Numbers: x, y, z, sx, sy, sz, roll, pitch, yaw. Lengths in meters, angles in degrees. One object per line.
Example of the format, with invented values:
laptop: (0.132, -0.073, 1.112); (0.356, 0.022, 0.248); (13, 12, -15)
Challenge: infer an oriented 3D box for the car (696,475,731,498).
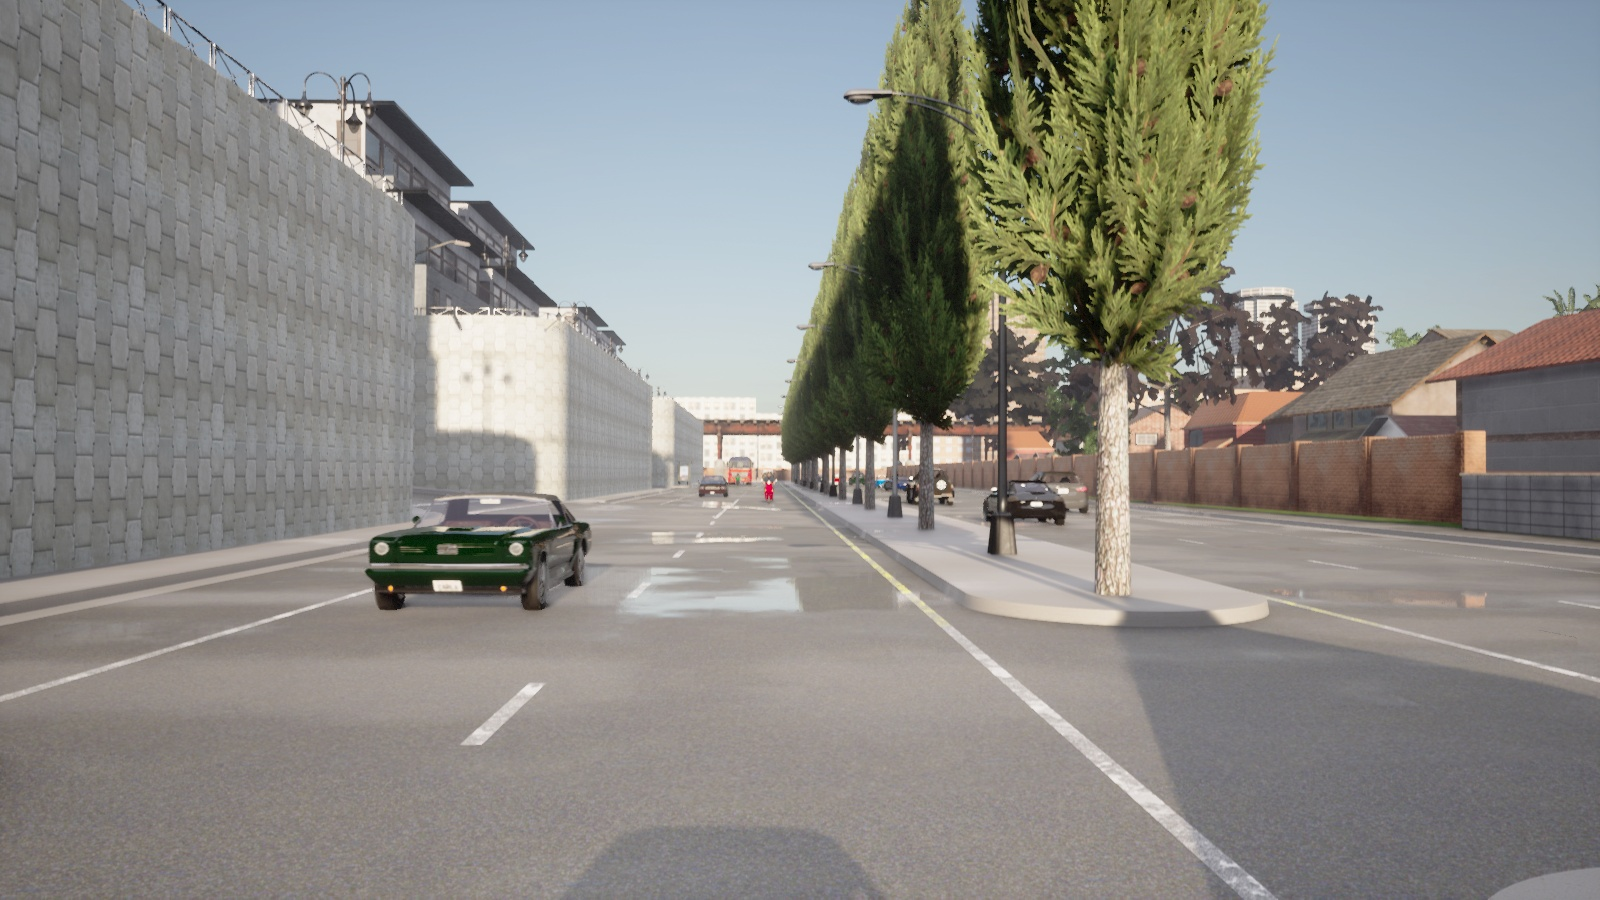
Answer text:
car: (-5.528, 2.333, 80.828); (2.033, 1.411, 5.357); (0, -1, -2)

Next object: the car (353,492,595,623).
car: (-3.829, 1.212, 15.628); (1.895, 1.301, 4.718); (0, -1, -1)

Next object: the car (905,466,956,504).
car: (6.467, 1.731, 62.719); (1.932, 1.855, 4.605); (0, -1, -1)

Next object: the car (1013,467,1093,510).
car: (10.259, 1.540, 51.340); (2.242, 1.667, 4.611); (0, -1, -1)

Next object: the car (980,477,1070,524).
car: (7.056, 1.564, 39.755); (1.994, 1.385, 4.181); (0, -1, -1)

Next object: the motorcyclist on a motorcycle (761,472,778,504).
motorcyclist on a motorcycle: (-1.573, 1.926, 64.215); (0.866, 1.590, 1.817); (0, -1, -1)
